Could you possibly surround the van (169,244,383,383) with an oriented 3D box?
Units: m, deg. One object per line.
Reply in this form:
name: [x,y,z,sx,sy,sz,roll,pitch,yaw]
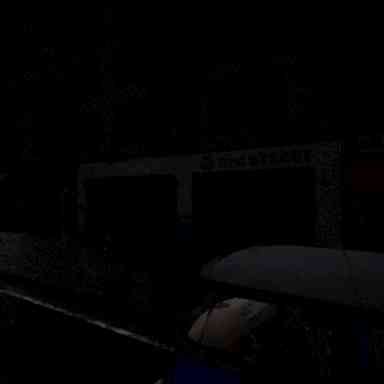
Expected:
van: [1.651,1.328,1.919,3.998,1.788,1.690,-1,0,36]
